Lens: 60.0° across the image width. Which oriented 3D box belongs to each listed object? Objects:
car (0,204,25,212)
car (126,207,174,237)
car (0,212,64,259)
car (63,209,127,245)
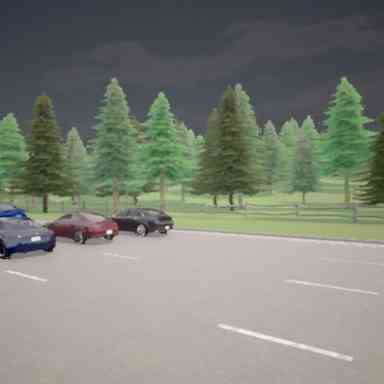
[{"bbox_3d":[-16.100,1.792,28.231,5.008,1.535,1.882,0,0,36],"label":"car"},{"bbox_3d":[-3.280,1.654,19.102,4.892,1.490,1.837,0,0,36],"label":"car"},{"bbox_3d":[-7.364,1.711,13.416,4.181,1.385,1.994,-1,0,36],"label":"car"},{"bbox_3d":[-5.624,1.676,16.480,4.674,1.442,1.812,0,0,36],"label":"car"}]
